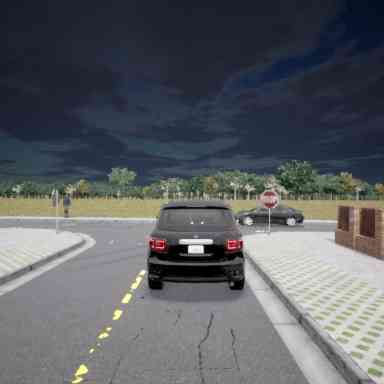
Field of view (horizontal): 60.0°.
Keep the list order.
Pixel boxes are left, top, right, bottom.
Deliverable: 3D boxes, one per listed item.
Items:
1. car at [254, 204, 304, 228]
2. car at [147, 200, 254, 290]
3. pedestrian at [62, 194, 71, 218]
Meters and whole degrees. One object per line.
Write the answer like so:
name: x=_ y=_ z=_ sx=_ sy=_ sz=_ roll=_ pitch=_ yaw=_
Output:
car: x=5.157 y=1.600 z=22.858 sx=4.892 sy=1.490 sz=1.837 roll=1 pitch=0 yaw=0
car: x=0.123 y=1.223 z=9.230 sx=2.150 sy=2.045 sz=5.566 roll=0 pitch=0 yaw=1
pedestrian: x=-9.696 y=1.069 z=25.675 sx=0.375 sy=1.860 sz=0.375 roll=0 pitch=-1 yaw=0
